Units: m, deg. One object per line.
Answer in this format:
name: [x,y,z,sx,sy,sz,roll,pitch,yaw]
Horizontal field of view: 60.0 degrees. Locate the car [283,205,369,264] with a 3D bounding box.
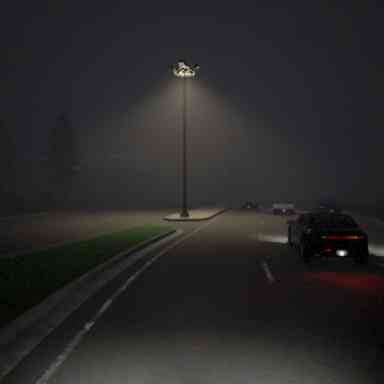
car: [4.542,1.428,11.641,1.837,1.490,4.892,0,0,9]

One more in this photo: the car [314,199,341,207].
car: [11.568,1.339,28.528,1.812,1.442,4.674,0,0,13]

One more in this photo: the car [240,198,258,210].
car: [6.824,1.347,39.360,1.895,1.301,4.718,0,0,13]

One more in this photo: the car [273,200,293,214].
car: [8.858,1.390,32.461,1.895,1.301,4.718,0,0,13]
